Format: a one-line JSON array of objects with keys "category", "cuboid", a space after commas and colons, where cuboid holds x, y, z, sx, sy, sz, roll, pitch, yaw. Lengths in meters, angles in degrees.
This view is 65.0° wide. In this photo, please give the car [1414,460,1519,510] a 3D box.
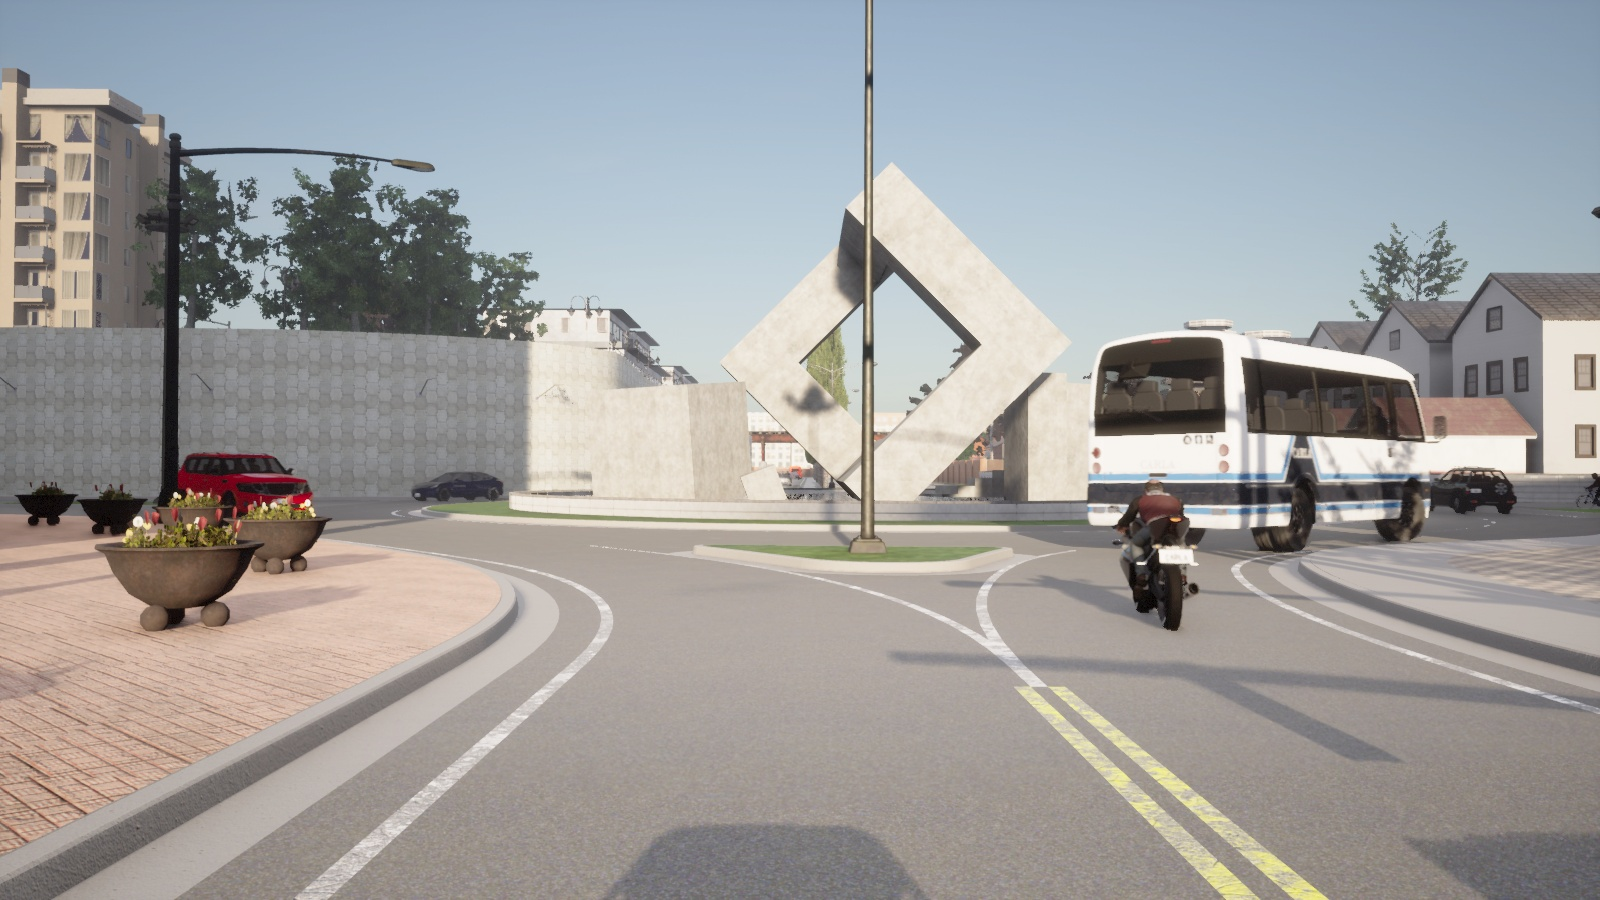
[{"category": "car", "cuboid": [26.273, 1.358, 49.669, 1.932, 1.855, 4.605, 0, -1, 4]}]

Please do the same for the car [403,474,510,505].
[{"category": "car", "cuboid": [-16.903, 1.920, 62.018, 2.163, 1.488, 4.792, -1, -1, 36]}]

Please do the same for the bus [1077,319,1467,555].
[{"category": "bus", "cuboid": [10.715, -0.142, 27.614, 10.273, 4.253, 3.944, 1, -2, -44]}]

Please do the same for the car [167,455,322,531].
[{"category": "car", "cuboid": [-16.233, 1.211, 36.545, 5.566, 2.045, 2.150, -1, -1, 44]}]

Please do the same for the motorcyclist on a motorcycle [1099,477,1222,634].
[{"category": "motorcyclist on a motorcycle", "cuboid": [3.807, 1.060, 13.461, 0.866, 1.530, 2.191, 0, -1, 5]}]
